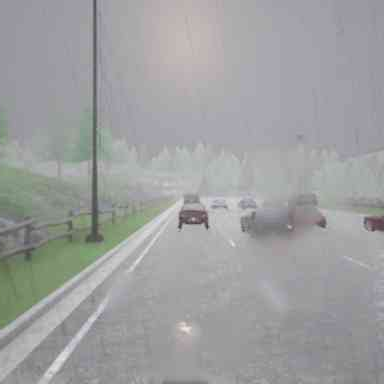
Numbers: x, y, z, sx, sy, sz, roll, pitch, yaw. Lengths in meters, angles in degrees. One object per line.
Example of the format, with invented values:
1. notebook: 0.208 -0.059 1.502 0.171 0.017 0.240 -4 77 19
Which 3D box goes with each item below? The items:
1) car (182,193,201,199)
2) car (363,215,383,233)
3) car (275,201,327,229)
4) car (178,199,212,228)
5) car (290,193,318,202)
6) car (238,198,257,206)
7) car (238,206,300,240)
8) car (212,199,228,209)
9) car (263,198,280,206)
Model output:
1. car: -0.007 1.165 42.000 2.150 2.045 5.566 0 0 0
2. car: 10.597 1.578 16.724 1.895 1.301 4.718 0 0 0
3. car: 7.095 1.534 21.643 1.994 1.385 4.181 0 0 0
4. car: 0.097 1.447 22.021 1.882 1.535 5.008 0 0 0
5. car: 13.991 1.166 41.869 2.150 2.045 5.566 0 0 0
6. car: 6.993 1.491 42.094 2.033 1.411 5.357 0 0 0
7. car: 3.598 1.578 16.722 1.895 1.301 4.718 0 0 0
8. car: 3.494 1.543 42.598 1.895 1.301 4.718 0 0 0
9. car: 10.498 1.506 42.851 1.994 1.385 4.181 0 0 0
